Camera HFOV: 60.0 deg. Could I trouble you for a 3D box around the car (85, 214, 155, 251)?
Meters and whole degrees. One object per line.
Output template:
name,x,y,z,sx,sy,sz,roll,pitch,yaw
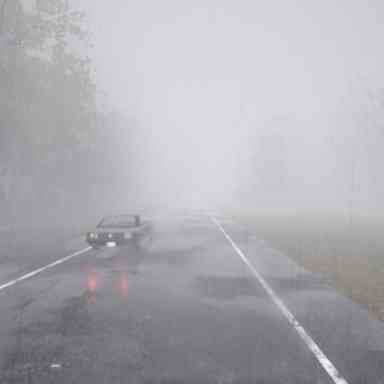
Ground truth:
car,-2.754,1.566,13.962,1.895,1.301,4.718,0,0,2
